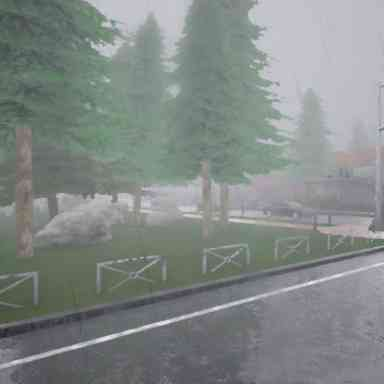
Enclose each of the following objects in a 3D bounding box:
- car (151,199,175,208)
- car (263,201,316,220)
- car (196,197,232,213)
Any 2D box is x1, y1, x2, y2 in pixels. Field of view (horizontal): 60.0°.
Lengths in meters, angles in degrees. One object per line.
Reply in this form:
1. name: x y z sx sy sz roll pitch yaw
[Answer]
1. car: -4.145 1.382 47.359 2.097 1.767 4.553 0 0 -30
2. car: 8.333 1.537 28.809 1.837 1.490 4.892 0 0 -35
3. car: 2.416 1.383 37.247 2.097 1.767 4.553 0 0 -34
